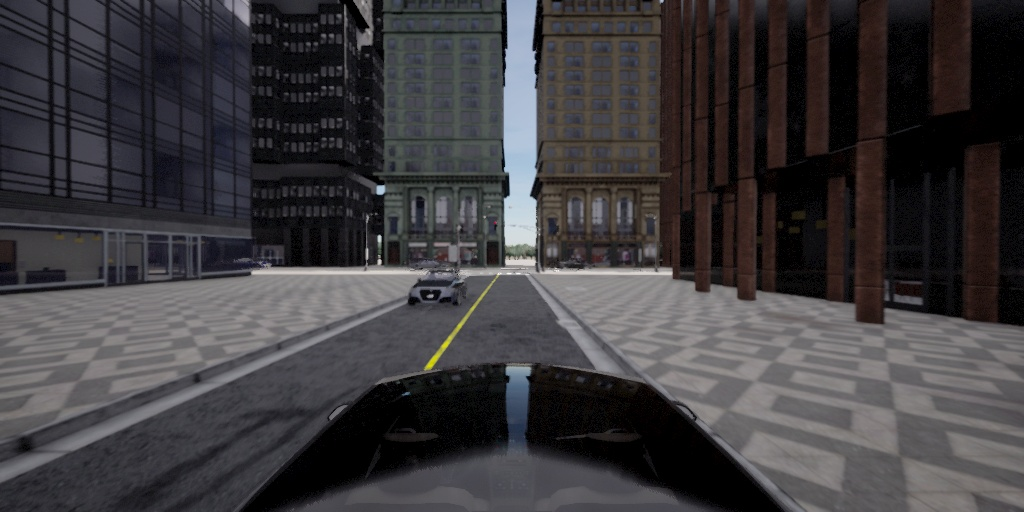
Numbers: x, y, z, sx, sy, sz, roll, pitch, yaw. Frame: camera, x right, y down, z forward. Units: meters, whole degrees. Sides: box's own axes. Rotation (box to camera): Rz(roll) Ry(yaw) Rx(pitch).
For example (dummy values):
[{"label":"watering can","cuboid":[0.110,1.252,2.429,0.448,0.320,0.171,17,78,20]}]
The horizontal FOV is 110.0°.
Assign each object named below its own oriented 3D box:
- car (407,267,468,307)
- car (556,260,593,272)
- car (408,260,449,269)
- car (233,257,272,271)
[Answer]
[{"label":"car","cuboid":[-3.101,1.340,15.624,1.994,1.385,4.181,0,0,0]},{"label":"car","cuboid":[8.462,1.252,48.565,4.892,1.490,1.837,0,1,0]},{"label":"car","cuboid":[-11.249,1.234,48.594,5.357,1.411,2.033,0,1,0]},{"label":"car","cuboid":[-35.279,1.000,48.627,4.553,1.767,2.097,0,1,0]}]
